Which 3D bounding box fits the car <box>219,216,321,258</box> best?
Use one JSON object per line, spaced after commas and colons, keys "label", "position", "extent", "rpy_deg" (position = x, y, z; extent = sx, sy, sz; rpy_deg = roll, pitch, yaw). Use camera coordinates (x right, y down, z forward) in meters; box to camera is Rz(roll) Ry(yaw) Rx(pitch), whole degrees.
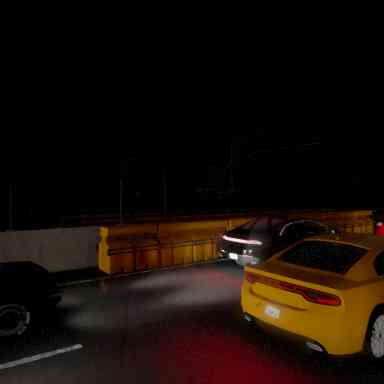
{"label": "car", "position": [3.074, 1.492, 10.240], "extent": [4.902, 1.511, 2.128], "rpy_deg": [0, 0, -36]}

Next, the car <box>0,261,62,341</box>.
{"label": "car", "position": [-4.502, 1.601, 4.833], "extent": [4.718, 1.301, 1.895], "rpy_deg": [0, 0, -36]}

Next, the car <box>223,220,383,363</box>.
{"label": "car", "position": [3.111, 1.478, 5.969], "extent": [5.008, 1.535, 1.882], "rpy_deg": [0, 0, -36]}
